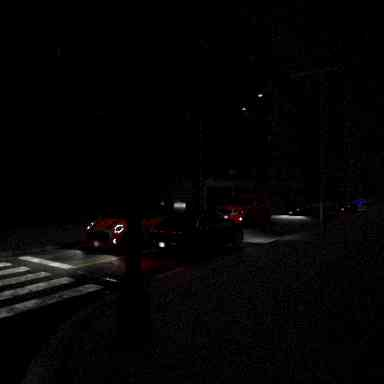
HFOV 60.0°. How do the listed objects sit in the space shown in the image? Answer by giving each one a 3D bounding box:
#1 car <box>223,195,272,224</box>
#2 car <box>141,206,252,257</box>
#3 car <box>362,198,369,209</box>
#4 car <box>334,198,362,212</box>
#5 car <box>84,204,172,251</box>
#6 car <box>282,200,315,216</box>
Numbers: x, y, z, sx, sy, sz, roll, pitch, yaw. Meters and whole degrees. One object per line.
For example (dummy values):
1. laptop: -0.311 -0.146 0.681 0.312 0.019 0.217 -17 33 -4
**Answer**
1. car: 3.664 1.214 22.922 2.150 2.045 5.566 0 0 35
2. car: 0.370 1.510 13.133 1.837 1.490 4.892 0 0 35
3. car: 23.574 1.537 46.751 1.812 1.442 4.674 0 0 35
4. car: 17.831 1.606 38.350 1.895 1.301 4.718 0 0 35
5. car: -2.309 1.345 14.217 2.097 1.767 4.553 0 0 34
6. car: 10.667 1.539 33.052 2.033 1.411 5.357 0 0 35
